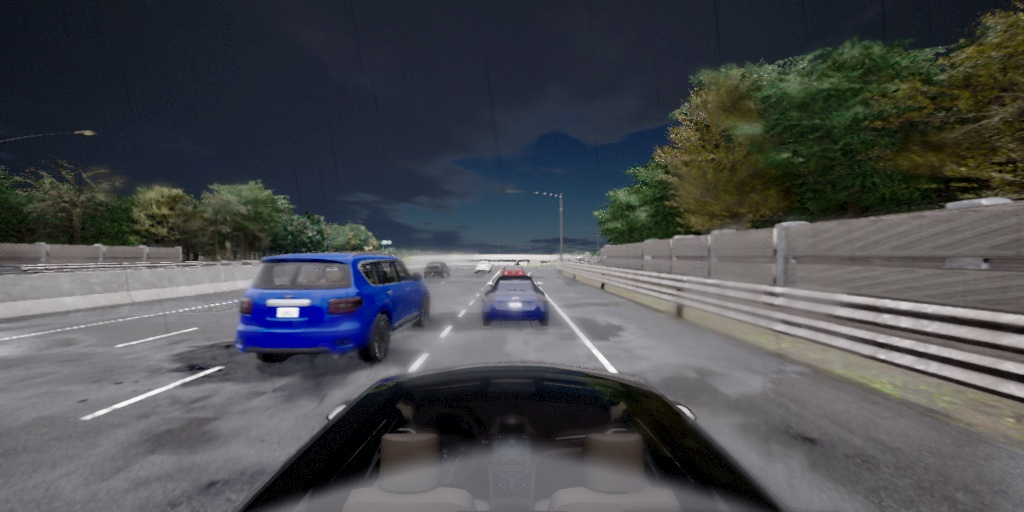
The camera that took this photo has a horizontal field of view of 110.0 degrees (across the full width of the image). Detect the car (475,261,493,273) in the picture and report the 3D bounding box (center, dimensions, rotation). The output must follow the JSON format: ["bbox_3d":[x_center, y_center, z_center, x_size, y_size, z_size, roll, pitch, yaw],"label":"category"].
[{"bbox_3d":[-3.487,1.335,44.961,1.812,1.442,4.674,0,0,0],"label":"car"}]

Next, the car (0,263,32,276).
[{"bbox_3d":[-21.091,1.117,13.371,2.097,1.767,4.553,0,0,0],"label":"car"}]

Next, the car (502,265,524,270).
[{"bbox_3d":[0.116,1.390,30.695,1.895,1.301,4.718,0,0,0],"label":"car"}]

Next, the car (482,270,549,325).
[{"bbox_3d":[0.103,1.327,11.865,1.994,1.385,4.181,0,0,0],"label":"car"}]

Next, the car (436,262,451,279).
[{"bbox_3d":[-6.890,1.298,33.391,1.837,1.490,4.892,0,0,0],"label":"car"}]

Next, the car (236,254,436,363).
[{"bbox_3d":[-3.497,0.979,8.277,2.150,2.045,5.566,0,0,0],"label":"car"}]
